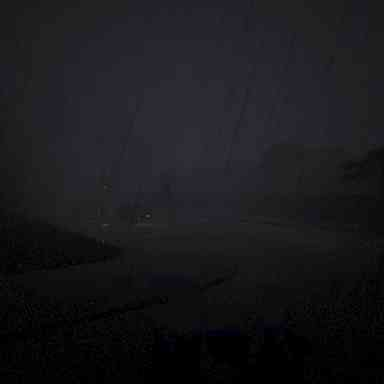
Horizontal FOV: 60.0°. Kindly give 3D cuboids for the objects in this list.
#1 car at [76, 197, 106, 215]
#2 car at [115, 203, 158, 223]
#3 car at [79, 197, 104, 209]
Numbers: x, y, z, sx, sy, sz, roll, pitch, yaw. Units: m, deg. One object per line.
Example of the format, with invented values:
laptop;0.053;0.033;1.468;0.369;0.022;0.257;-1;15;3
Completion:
car;-10.247;1.452;33.561;1.837;1.490;4.892;0;0;-35
car;-4.253;1.511;25.102;1.994;1.385;4.181;0;0;-35
car;-13.857;1.452;45.807;1.812;1.442;4.674;0;0;-36
